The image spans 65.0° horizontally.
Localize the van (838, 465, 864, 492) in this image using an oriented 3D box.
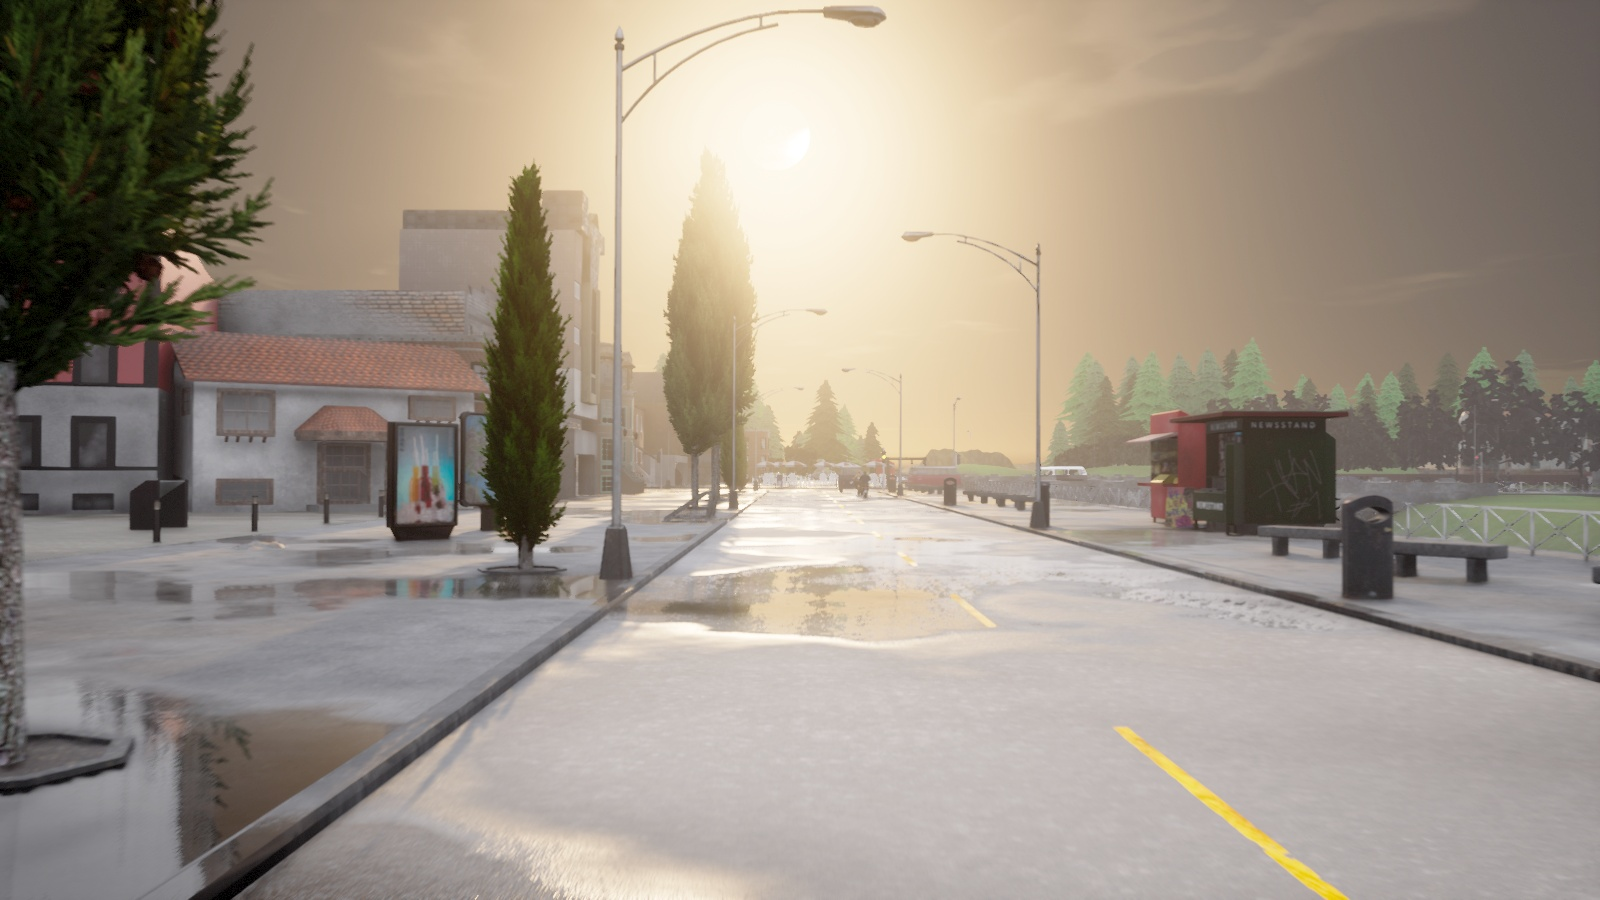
[{"bbox_3d":[3.764,2.108,92.915,1.775,1.987,4.442,0,-1,0],"label":"van"}]
